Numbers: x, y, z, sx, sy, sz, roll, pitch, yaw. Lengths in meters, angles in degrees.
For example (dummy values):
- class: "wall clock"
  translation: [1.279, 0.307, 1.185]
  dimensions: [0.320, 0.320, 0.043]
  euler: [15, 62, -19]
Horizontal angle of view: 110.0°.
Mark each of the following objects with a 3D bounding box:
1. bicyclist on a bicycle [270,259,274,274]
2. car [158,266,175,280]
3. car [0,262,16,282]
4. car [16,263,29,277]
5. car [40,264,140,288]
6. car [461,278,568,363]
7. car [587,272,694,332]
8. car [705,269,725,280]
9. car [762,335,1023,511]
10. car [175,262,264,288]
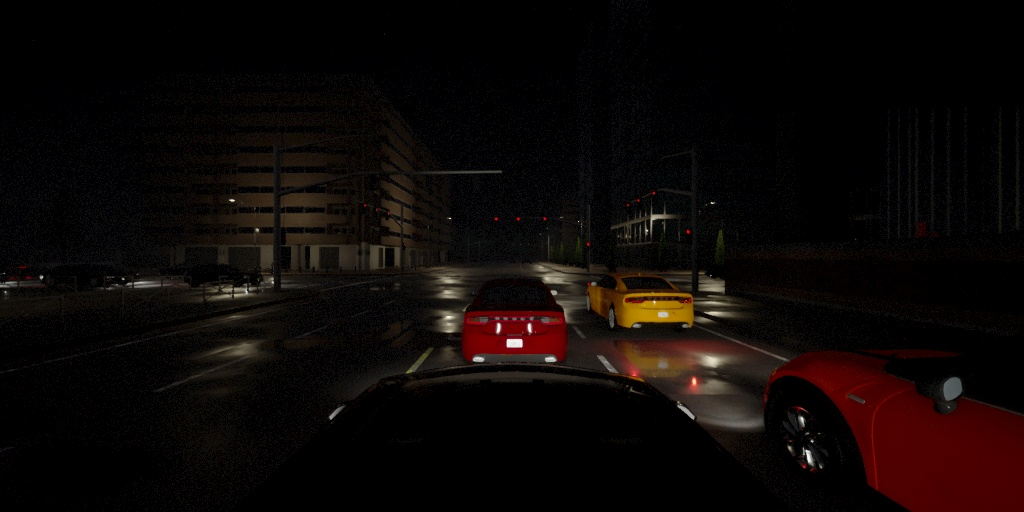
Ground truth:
- class: "bicyclist on a bicycle"
  translation: [-25.531, 1.106, 38.680]
  dimensions: [0.582, 1.620, 1.656]
  euler: [0, 0, 0]
- class: "car"
  translation: [-28.094, 1.297, 31.408]
  dimensions: [4.902, 1.511, 2.128]
  euler: [0, 0, 0]
- class: "car"
  translation: [-42.245, 1.331, 27.780]
  dimensions: [4.674, 1.442, 1.812]
  euler: [0, 0, 0]
- class: "car"
  translation: [-50.342, 1.297, 34.947]
  dimensions: [4.902, 1.511, 2.128]
  euler: [0, 0, 1]
- class: "car"
  translation: [-28.665, 1.310, 24.210]
  dimensions: [4.892, 1.490, 1.837]
  euler: [0, 0, 0]
- class: "car"
  translation: [0.060, 1.228, 8.144]
  dimensions: [1.882, 1.535, 5.008]
  euler: [0, 0, 0]
- class: "car"
  translation: [3.579, 1.228, 10.918]
  dimensions: [1.882, 1.535, 5.008]
  euler: [0, 0, 0]
- class: "car"
  translation: [19.527, 1.406, 31.220]
  dimensions: [4.718, 1.301, 1.895]
  euler: [0, 0, 0]
- class: "car"
  translation: [3.600, 1.102, 1.772]
  dimensions: [2.097, 1.767, 4.553]
  euler: [0, 0, 0]
- class: "car"
  translation: [-19.425, 1.331, 24.192]
  dimensions: [4.674, 1.442, 1.812]
  euler: [0, 0, 0]
